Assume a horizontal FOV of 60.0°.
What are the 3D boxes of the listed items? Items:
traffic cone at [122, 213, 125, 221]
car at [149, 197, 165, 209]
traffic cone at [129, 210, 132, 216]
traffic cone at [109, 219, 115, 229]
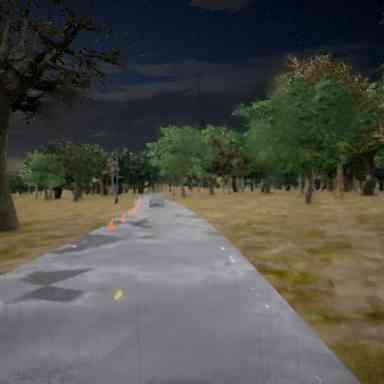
[{"bbox_3d":[-5.132,1.896,24.854,0.340,0.580,0.340,0,0,-4],"label":"traffic cone"},{"bbox_3d":[-4.483,1.382,42.645,1.994,1.385,4.181,0,0,-7],"label":"car"},{"bbox_3d":[-5.525,1.868,29.802,0.340,0.580,0.340,0,0,-5],"label":"traffic cone"},{"bbox_3d":[-4.801,1.919,19.901,0.340,0.580,0.340,0,0,-4],"label":"traffic cone"}]
